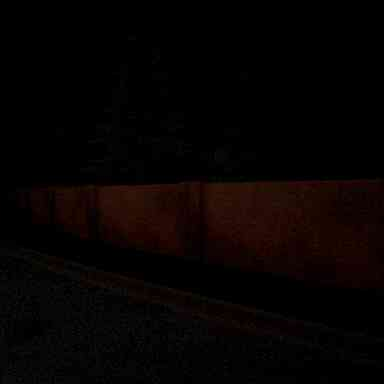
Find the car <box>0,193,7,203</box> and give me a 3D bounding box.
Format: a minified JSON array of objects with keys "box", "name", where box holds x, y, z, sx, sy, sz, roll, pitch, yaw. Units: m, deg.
[{"box":[-36.792,1.172,67.216,2.150,2.045,5.566,0,0,-2],"name":"car"}]
